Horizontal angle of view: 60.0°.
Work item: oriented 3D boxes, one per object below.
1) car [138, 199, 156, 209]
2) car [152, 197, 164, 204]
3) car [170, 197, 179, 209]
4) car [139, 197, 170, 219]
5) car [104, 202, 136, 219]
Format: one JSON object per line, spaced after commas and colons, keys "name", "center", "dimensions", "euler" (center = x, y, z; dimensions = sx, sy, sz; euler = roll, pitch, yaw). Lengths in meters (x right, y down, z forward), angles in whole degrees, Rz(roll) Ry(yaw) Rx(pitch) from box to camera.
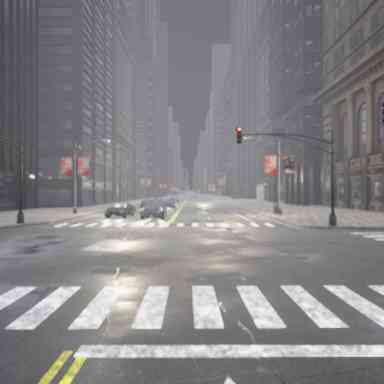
{"name": "car", "center": [-6.672, 1.764, 49.946], "dimensions": [2.033, 1.411, 5.357], "euler": [0, 0, 1]}
{"name": "car", "center": [-6.667, 1.670, 65.917], "dimensions": [1.895, 1.301, 4.718], "euler": [0, 0, 0]}
{"name": "car", "center": [-3.422, 1.763, 49.811], "dimensions": [2.033, 1.411, 5.357], "euler": [0, 0, 0]}
{"name": "car", "center": [-3.418, 1.489, 30.240], "dimensions": [2.097, 1.767, 4.553], "euler": [0, 0, 0]}
{"name": "car", "center": [-6.646, 1.690, 31.487], "dimensions": [2.033, 1.411, 5.357], "euler": [0, 0, 4]}
